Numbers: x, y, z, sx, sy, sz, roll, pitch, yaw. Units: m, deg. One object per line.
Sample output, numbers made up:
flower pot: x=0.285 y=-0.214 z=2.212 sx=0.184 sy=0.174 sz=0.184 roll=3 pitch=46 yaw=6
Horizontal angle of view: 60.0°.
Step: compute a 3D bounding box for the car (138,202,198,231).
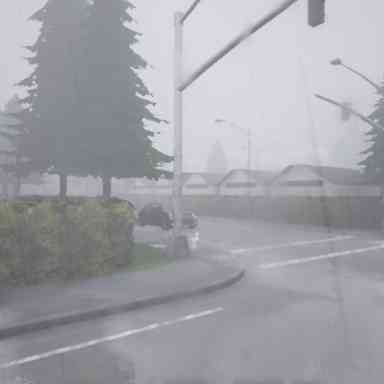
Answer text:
car: x=-1.620 y=1.444 z=21.308 sx=2.097 sy=1.767 sz=4.553 roll=0 pitch=-1 yaw=-36
